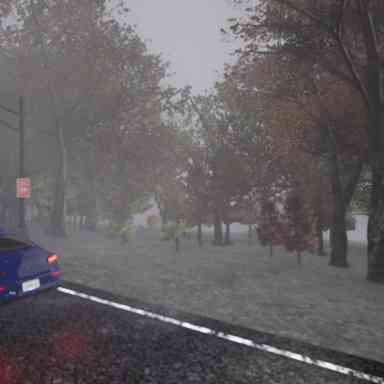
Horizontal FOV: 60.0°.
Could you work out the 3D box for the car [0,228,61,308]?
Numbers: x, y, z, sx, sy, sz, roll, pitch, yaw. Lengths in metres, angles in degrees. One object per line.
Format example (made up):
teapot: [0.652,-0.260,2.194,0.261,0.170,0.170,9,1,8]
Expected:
car: [-4.684,1.495,6.998,4.674,1.442,1.812,-2,2,34]
